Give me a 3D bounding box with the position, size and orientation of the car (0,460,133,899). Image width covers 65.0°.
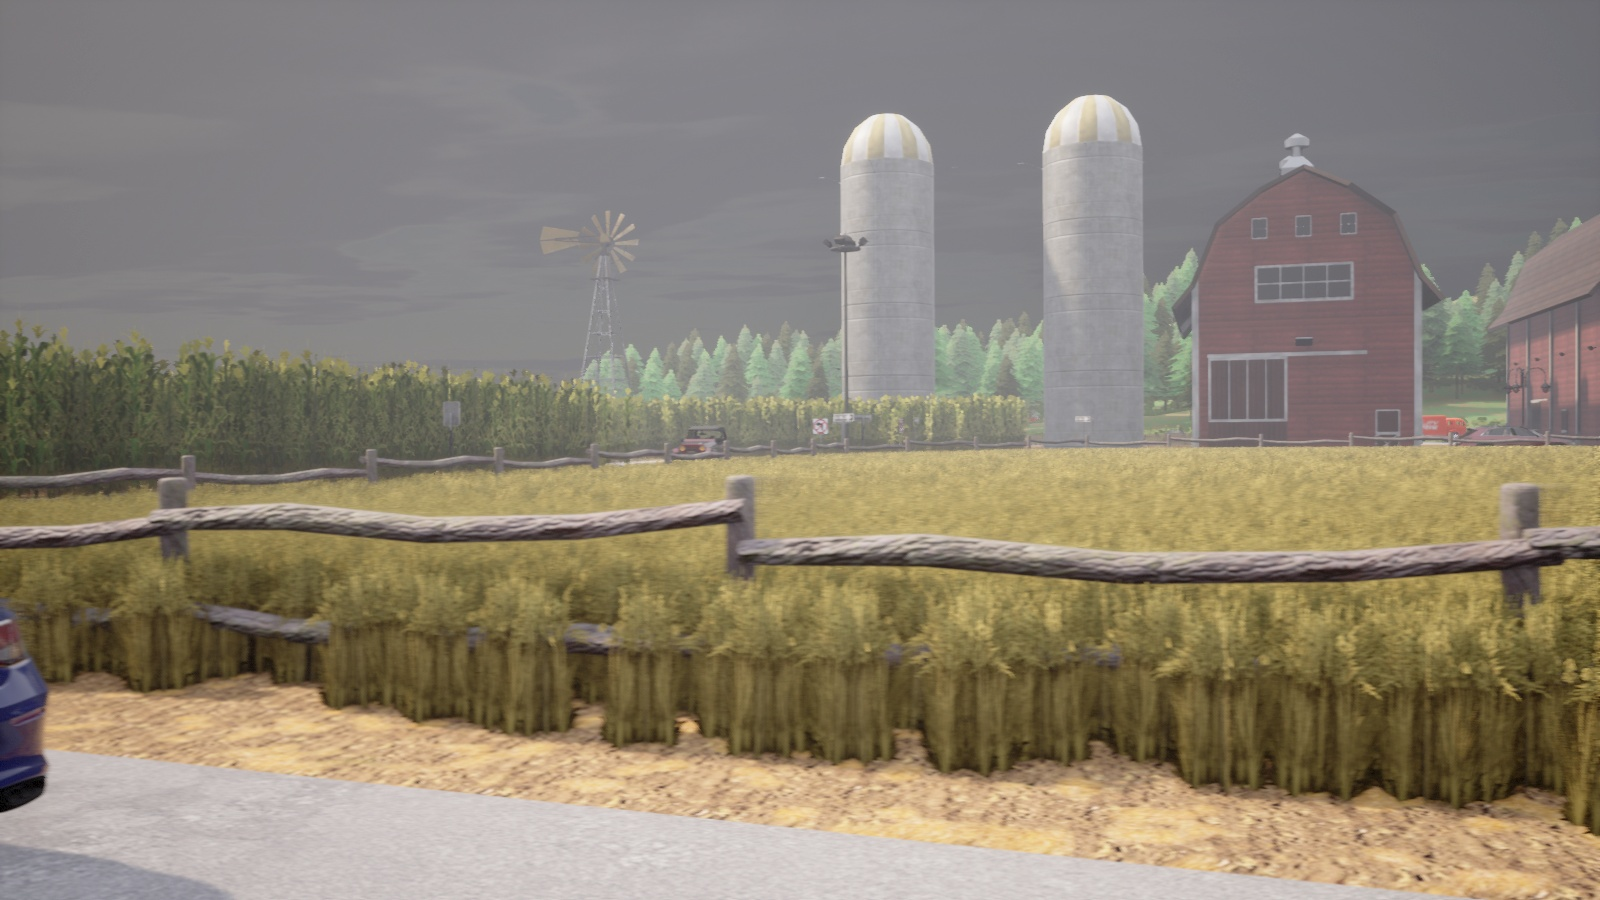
[{"bbox_3d":[-4.918,0.752,4.426,4.674,1.442,1.812,1,1,19],"label":"car"}]

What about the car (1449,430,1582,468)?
[{"bbox_3d":[32.304,-0.058,56.861,4.856,1.649,2.033,0,1,15],"label":"car"}]

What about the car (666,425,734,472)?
[{"bbox_3d":[-4.102,-0.098,52.170,1.905,1.878,3.866,0,1,10],"label":"car"}]
